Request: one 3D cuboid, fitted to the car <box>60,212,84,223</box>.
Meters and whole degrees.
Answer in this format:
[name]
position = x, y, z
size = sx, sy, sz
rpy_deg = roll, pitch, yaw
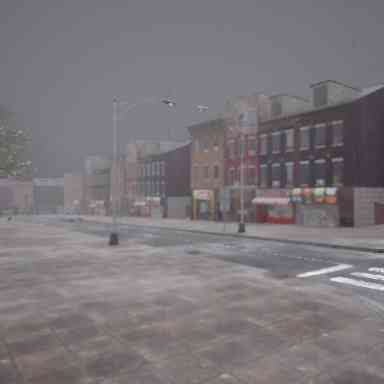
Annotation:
[car]
position = -15.630, 3.264, 42.972
size = 1.895, 1.301, 4.718
rpy_deg = 0, -2, -36
